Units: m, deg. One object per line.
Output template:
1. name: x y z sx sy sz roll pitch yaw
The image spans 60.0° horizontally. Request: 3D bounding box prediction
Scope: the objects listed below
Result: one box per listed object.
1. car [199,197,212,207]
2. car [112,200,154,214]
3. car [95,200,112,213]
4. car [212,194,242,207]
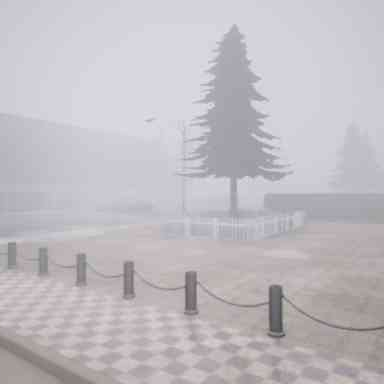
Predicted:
1. car: 3.086 1.611 55.507 2.128 1.511 4.902 0 0 36
2. car: -6.168 1.625 36.765 1.812 1.442 4.674 0 0 36
3. car: -9.037 1.638 38.747 1.812 1.442 4.674 0 0 35
4. car: 5.945 1.342 53.489 2.150 2.045 5.566 0 0 36
